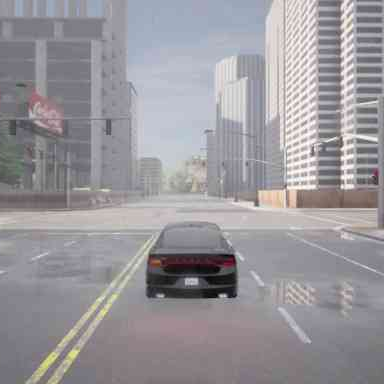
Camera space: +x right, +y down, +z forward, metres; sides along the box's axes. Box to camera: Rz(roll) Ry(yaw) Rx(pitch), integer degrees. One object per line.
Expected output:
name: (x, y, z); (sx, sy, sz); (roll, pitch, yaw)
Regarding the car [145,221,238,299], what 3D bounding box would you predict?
car: (0.002, 1.478, 8.523); (1.882, 1.535, 5.008); (0, 0, 0)
